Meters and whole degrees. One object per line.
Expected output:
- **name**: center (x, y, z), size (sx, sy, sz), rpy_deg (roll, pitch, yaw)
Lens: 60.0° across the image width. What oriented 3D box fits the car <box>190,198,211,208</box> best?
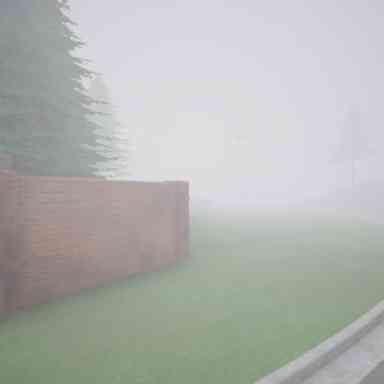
- **car**: center (0.562, 1.727, 52.768), size (4.902, 1.511, 2.128), rpy_deg (0, 0, 11)
